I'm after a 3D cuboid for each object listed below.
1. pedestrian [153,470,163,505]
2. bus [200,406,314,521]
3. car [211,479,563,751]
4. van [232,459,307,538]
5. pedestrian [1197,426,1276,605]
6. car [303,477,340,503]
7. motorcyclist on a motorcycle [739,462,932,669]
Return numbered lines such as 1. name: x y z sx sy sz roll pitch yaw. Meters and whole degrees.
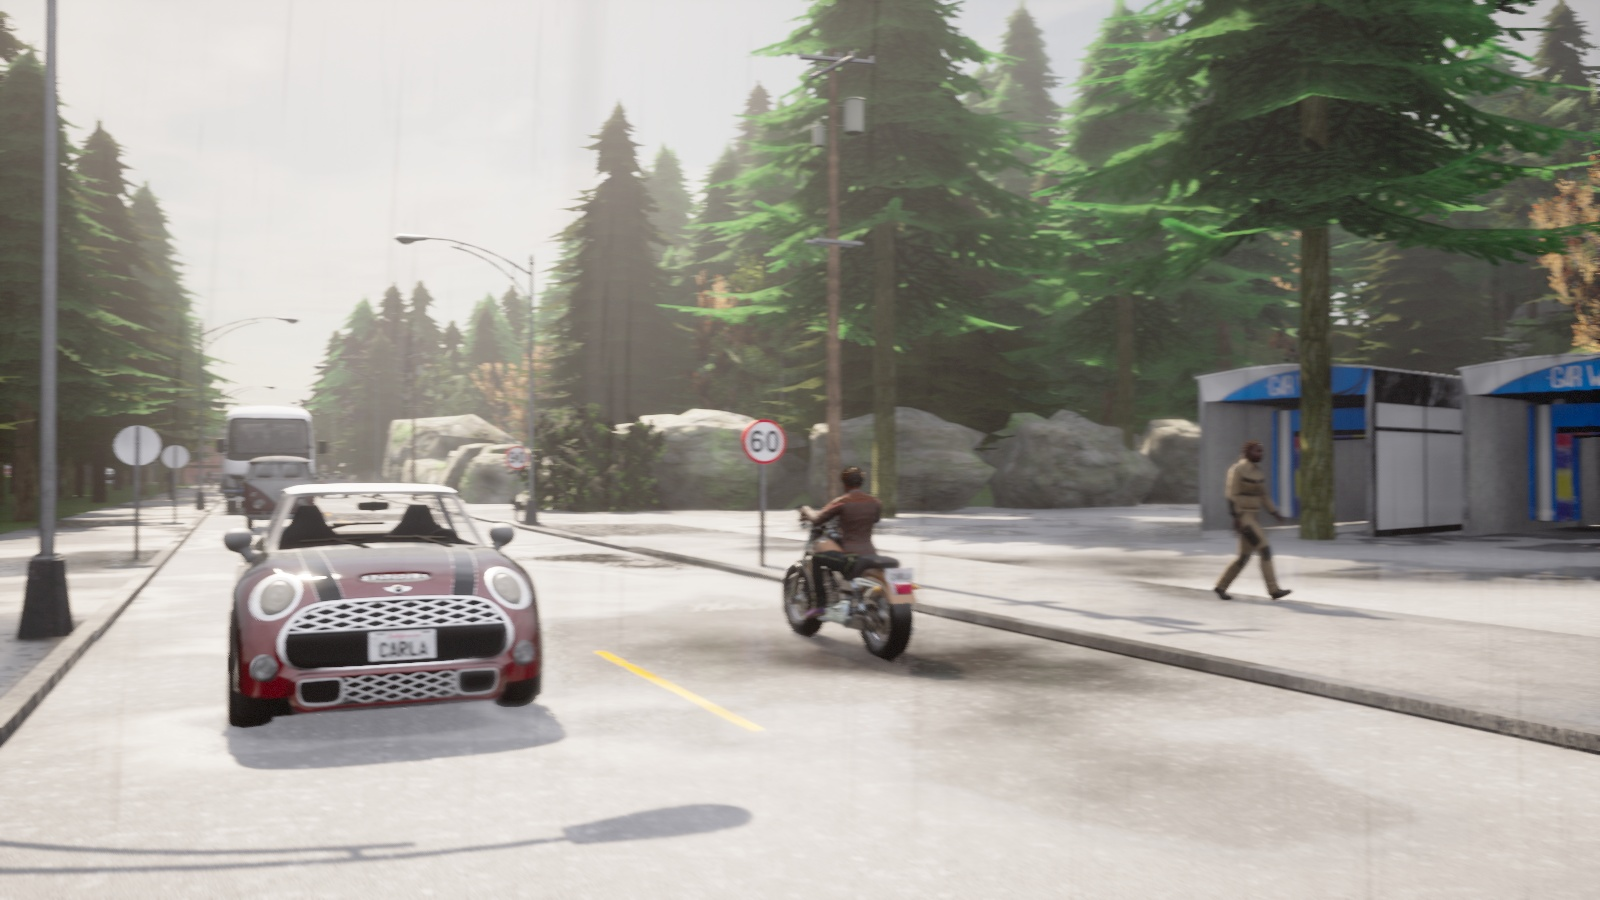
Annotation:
1. pedestrian: -33.715 1.968 65.949 0.402 1.842 0.726 0 -1 -22
2. bus: -22.411 0.531 51.716 3.944 4.253 10.273 0 0 -24
3. car: -3.154 0.964 9.104 1.970 1.475 3.806 0 -1 -24
4. van: -14.486 1.287 34.163 1.775 1.987 4.442 0 -1 -24
5. pedestrian: 4.859 0.714 13.994 0.396 1.930 0.692 0 -1 -38
6. car: -29.020 2.399 76.129 1.845 1.501 3.633 0 -1 -24
7. motorcyclist on a motorcycle: 0.250 0.954 11.300 0.766 1.649 2.350 0 -1 -24
